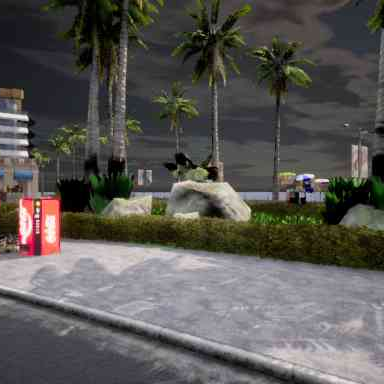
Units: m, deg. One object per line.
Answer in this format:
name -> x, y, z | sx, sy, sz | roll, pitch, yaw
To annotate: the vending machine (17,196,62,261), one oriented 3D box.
vending machine -> -5.242, 1.195, 11.447 | 0.880, 2.100, 1.100 | 0, 0, 28
